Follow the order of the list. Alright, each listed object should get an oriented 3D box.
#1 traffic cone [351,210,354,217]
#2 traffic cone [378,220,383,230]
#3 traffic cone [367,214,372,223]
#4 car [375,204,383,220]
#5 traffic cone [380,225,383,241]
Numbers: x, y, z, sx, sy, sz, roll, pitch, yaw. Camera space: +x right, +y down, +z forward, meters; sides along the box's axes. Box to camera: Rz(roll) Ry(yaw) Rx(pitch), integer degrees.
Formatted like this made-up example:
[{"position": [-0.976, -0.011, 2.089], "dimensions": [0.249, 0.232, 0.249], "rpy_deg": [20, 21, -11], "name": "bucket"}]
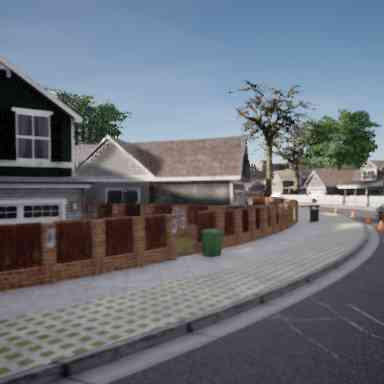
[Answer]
[{"position": [13.619, 1.843, 28.159], "dimensions": [0.340, 0.580, 0.340], "rpy_deg": [-1, 0, 10], "name": "traffic cone"}, {"position": [10.889, 1.878, 19.157], "dimensions": [0.340, 0.580, 0.340], "rpy_deg": [-1, 0, 23], "name": "traffic cone"}, {"position": [12.514, 1.857, 23.579], "dimensions": [0.340, 0.580, 0.340], "rpy_deg": [-1, 0, 17], "name": "traffic cone"}, {"position": [14.420, 1.426, 23.410], "dimensions": [2.033, 1.411, 5.357], "rpy_deg": [-1, 0, 17], "name": "car"}, {"position": [8.766, 1.901, 14.951], "dimensions": [0.340, 0.580, 0.340], "rpy_deg": [-1, 0, 30], "name": "traffic cone"}]
